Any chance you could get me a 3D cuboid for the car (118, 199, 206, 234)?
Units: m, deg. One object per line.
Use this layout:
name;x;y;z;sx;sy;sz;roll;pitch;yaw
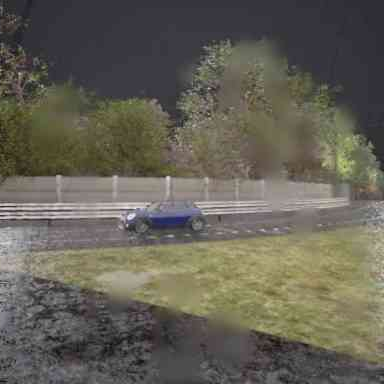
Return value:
car;-1.604;1.199;17.917;4.553;1.767;2.097;0;0;-24
